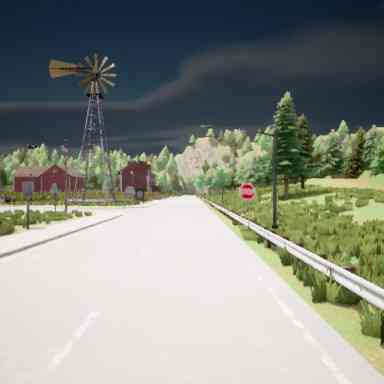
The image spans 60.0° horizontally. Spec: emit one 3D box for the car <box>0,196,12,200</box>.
[{"bbox_3d":[-32.297,1.471,57.536,1.784,1.438,3.905,0,0,0],"label":"car"}]
